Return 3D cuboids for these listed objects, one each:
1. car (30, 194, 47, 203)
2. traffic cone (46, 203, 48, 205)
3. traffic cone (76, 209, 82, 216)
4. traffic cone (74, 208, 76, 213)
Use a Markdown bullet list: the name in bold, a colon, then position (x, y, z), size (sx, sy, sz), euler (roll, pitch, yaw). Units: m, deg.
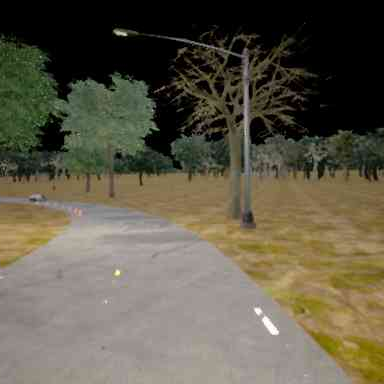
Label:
- **car**: position (-28.590, 1.160, 61.734), size (4.674, 1.442, 1.812), euler (1, 3, 44)
- **traffic cone**: position (-22.818, 1.810, 52.346), size (0.340, 0.580, 0.340), euler (-3, 2, -38)
- **traffic cone**: position (-10.585, 1.960, 31.504), size (0.340, 0.580, 0.340), euler (-2, 1, -22)
- **traffic cone**: position (-12.552, 1.942, 35.939), size (0.340, 0.580, 0.340), euler (-2, 1, -26)
